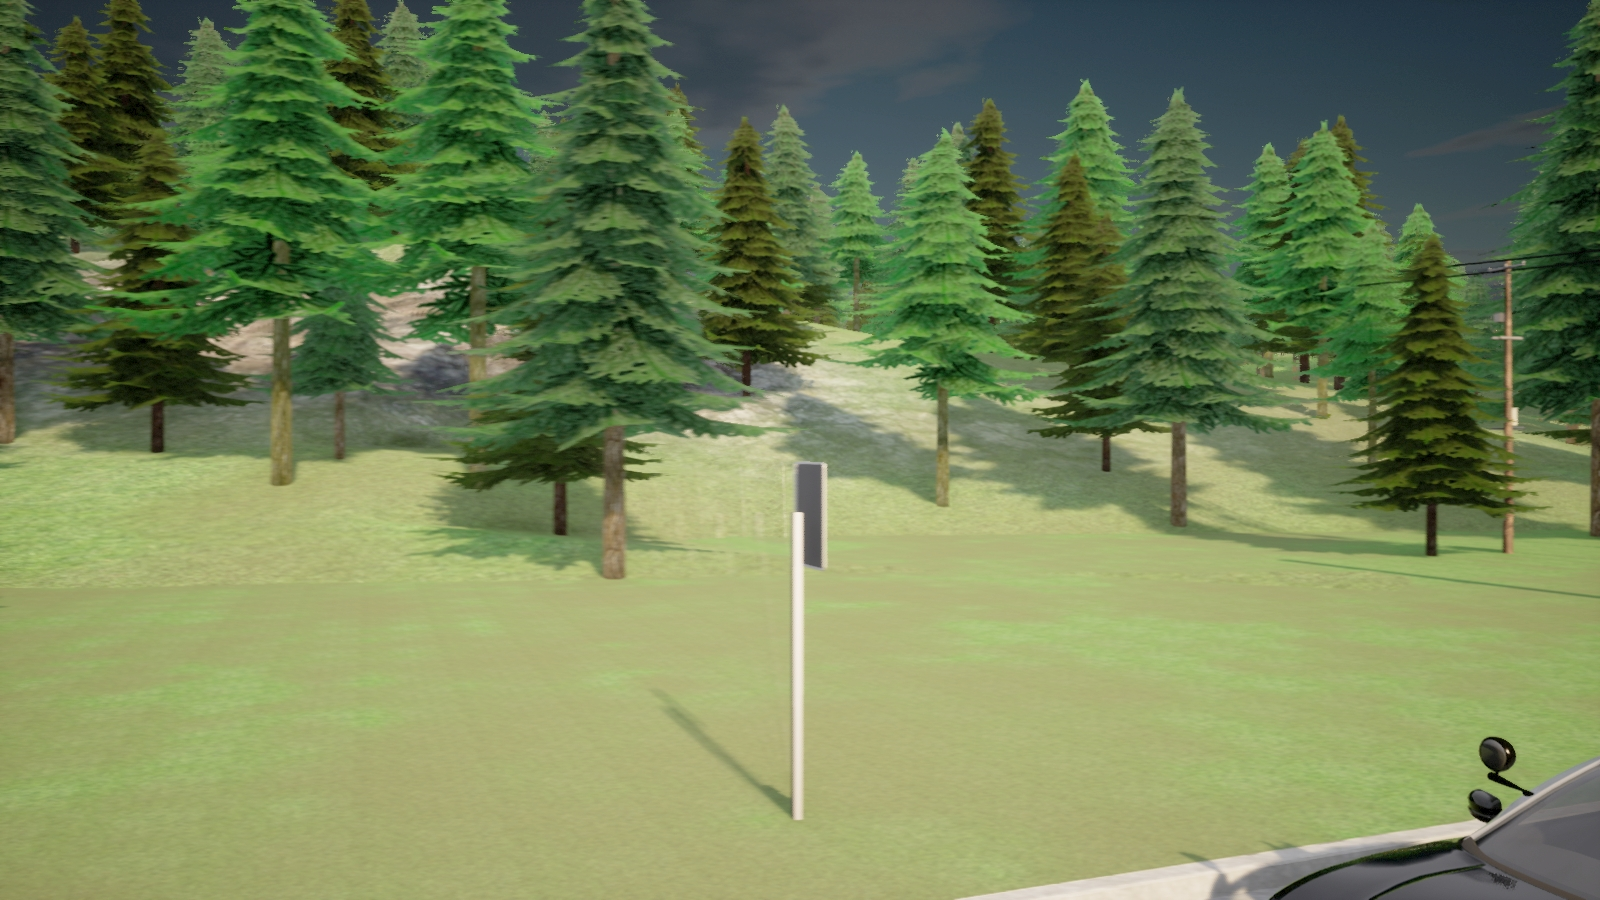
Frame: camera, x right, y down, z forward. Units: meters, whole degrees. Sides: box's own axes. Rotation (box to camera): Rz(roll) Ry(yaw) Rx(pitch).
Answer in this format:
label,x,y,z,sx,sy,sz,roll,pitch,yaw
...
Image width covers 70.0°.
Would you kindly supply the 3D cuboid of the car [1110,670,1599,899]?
label,x,y,z,sx,sy,sz,roll,pitch,yaw
car,4.185,1.982,4.920,5.238,1.638,2.097,0,0,-19
